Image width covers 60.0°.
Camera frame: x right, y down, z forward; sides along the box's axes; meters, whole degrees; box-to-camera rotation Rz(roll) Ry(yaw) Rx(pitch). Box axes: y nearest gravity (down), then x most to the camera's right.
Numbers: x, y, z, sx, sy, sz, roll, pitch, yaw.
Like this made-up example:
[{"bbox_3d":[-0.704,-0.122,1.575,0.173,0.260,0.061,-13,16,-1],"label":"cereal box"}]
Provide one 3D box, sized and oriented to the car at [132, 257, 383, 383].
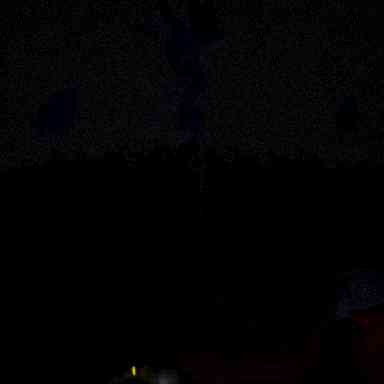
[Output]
[{"bbox_3d":[1.413,1.582,4.081,4.181,1.385,1.994,0,0,-36],"label":"car"}]
